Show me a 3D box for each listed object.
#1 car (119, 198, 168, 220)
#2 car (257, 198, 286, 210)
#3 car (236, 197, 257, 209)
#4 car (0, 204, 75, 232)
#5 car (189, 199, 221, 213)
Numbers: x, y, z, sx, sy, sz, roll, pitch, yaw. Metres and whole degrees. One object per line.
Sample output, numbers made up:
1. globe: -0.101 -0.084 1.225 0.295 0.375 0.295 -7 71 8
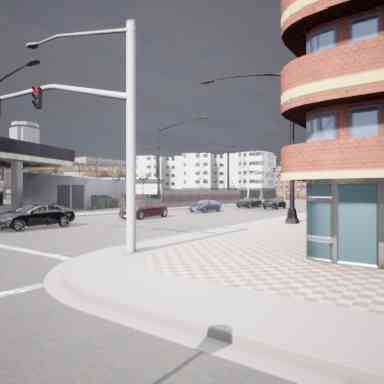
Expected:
1. car: -4.112 1.351 28.475 2.097 1.767 4.553 0 0 34
2. car: 10.874 1.490 43.695 2.128 1.511 4.902 0 0 35
3. car: 7.801 1.476 45.695 1.882 1.535 5.008 0 0 35
4. car: -9.591 1.490 20.460 2.128 1.511 4.902 0 0 34
5. car: 1.544 1.524 36.672 1.812 1.442 4.674 0 0 35
